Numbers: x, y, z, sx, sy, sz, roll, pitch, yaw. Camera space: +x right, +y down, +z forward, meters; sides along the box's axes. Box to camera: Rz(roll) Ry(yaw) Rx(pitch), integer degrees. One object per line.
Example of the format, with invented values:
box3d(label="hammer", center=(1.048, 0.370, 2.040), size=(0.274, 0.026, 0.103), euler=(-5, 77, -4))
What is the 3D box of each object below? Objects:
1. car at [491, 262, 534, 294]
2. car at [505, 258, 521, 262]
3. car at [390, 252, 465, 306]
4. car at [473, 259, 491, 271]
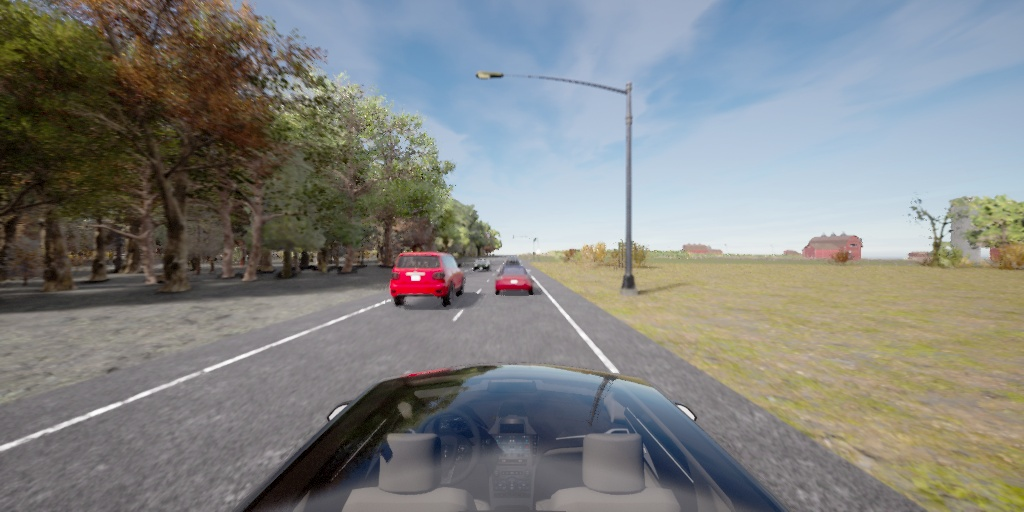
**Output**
box3d(label="car", center=(0.102, 1.184, 19.224), size=(1.994, 1.385, 4.181), euler=(0, 0, 0))
box3d(label="car", center=(0.106, 0.931, 44.639), size=(1.837, 1.490, 4.892), euler=(0, 0, 0))
box3d(label="car", center=(-3.398, 0.869, 15.309), size=(2.150, 2.045, 5.566), euler=(0, 0, 0))
box3d(label="car", center=(-3.394, 1.051, 41.615), size=(1.895, 1.301, 4.718), euler=(0, 0, 0))
